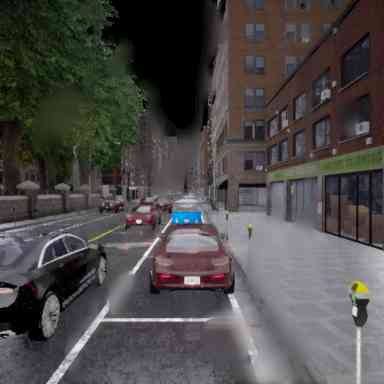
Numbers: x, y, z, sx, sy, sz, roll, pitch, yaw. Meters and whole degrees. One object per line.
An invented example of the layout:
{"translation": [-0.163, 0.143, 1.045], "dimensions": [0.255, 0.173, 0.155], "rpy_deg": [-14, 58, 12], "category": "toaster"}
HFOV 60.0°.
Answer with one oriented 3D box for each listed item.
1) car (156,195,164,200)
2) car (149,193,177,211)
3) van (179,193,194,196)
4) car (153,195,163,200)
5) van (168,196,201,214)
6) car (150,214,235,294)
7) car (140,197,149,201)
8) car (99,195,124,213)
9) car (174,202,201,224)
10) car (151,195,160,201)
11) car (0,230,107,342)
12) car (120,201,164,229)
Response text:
{"translation": [-8.815, 1.438, 91.530], "dimensions": [1.887, 1.381, 4.507], "rpy_deg": [0, 0, 0], "category": "car"}
{"translation": [-3.144, 1.329, 36.639], "dimensions": [2.097, 1.767, 4.553], "rpy_deg": [0, 0, 0], "category": "car"}
{"translation": [-0.290, 1.317, 36.980], "dimensions": [1.690, 1.788, 3.998], "rpy_deg": [0, 0, 0], "category": "van"}
{"translation": [-8.815, 1.450, 86.079], "dimensions": [2.008, 1.369, 4.403], "rpy_deg": [0, 0, 0], "category": "car"}
{"translation": [-0.290, 1.333, 19.998], "dimensions": [1.690, 1.788, 3.998], "rpy_deg": [0, 0, 0], "category": "van"}
{"translation": [0.004, 1.524, 8.650], "dimensions": [1.812, 1.442, 4.674], "rpy_deg": [0, 0, 0], "category": "car"}
{"translation": [-6.156, 1.441, 46.156], "dimensions": [1.882, 1.535, 5.008], "rpy_deg": [0, 0, 0], "category": "car"}
{"translation": [-8.815, 1.291, 36.940], "dimensions": [2.192, 1.841, 5.009], "rpy_deg": [0, 0, 0], "category": "car"}
{"translation": [-0.290, 1.532, 25.659], "dimensions": [1.887, 1.381, 4.507], "rpy_deg": [0, 0, 0], "category": "car"}
{"translation": [-8.815, 1.432, 80.459], "dimensions": [1.752, 1.417, 4.829], "rpy_deg": [0, 0, 0], "category": "car"}
{"translation": [-3.046, 1.487, 6.453], "dimensions": [2.128, 1.511, 4.902], "rpy_deg": [0, 0, 0], "category": "car"}
{"translation": [-3.046, 1.516, 21.346], "dimensions": [1.812, 1.442, 4.674], "rpy_deg": [0, 0, 0], "category": "car"}
